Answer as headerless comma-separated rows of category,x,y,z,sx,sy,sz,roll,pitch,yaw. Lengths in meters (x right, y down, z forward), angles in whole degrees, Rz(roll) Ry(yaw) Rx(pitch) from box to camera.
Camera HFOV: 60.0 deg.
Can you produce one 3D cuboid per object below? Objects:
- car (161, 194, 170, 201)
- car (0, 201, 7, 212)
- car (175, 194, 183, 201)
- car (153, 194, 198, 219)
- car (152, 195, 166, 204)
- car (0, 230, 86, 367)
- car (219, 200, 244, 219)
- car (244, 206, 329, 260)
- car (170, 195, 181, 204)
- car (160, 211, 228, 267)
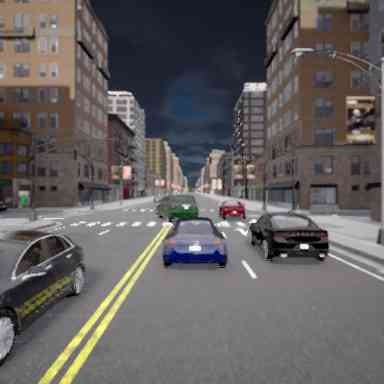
car,-6.321,1.339,79.795,1.837,1.490,4.892,0,0,0
car,-22.045,1.537,35.493,4.313,1.339,1.947,0,0,0
car,-3.071,1.340,79.773,1.837,1.490,4.892,0,0,0
car,-1.268,1.190,26.012,2.150,2.045,5.566,1,0,-19
car,-6.376,1.409,64.420,2.128,1.511,4.902,0,0,1
car,-3.328,1.500,5.755,1.837,1.490,4.892,0,0,0
car,3.396,1.442,28.717,1.882,1.535,5.008,0,0,0
car,3.355,1.462,12.364,1.882,1.535,5.008,0,0,0
car,-3.125,1.416,64.362,1.837,1.490,4.892,0,0,1
car,0.099,1.551,11.375,1.994,1.385,4.181,0,0,0
